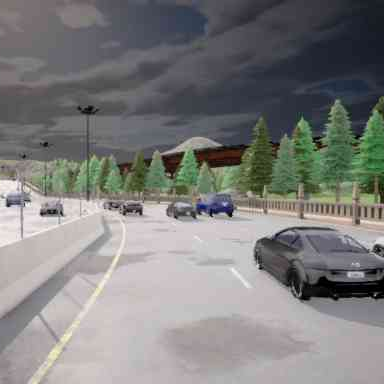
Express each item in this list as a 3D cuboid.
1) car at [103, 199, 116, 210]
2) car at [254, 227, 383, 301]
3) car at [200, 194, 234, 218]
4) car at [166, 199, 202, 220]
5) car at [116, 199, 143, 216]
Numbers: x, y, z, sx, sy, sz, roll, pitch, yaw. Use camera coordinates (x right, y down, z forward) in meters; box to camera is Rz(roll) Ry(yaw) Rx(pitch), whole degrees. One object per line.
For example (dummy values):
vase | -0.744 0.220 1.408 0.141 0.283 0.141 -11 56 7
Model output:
car | -10.073 1.547 42.750 2.033 1.411 5.357 0 0 -27
car | 2.970 1.564 8.404 1.994 1.385 4.181 0 0 -5
car | 2.027 1.221 30.937 2.150 2.045 5.566 0 0 -16
car | -0.957 1.525 28.519 1.812 1.442 4.674 0 0 -16
car | -6.132 1.505 33.076 1.837 1.490 4.892 0 0 -19
